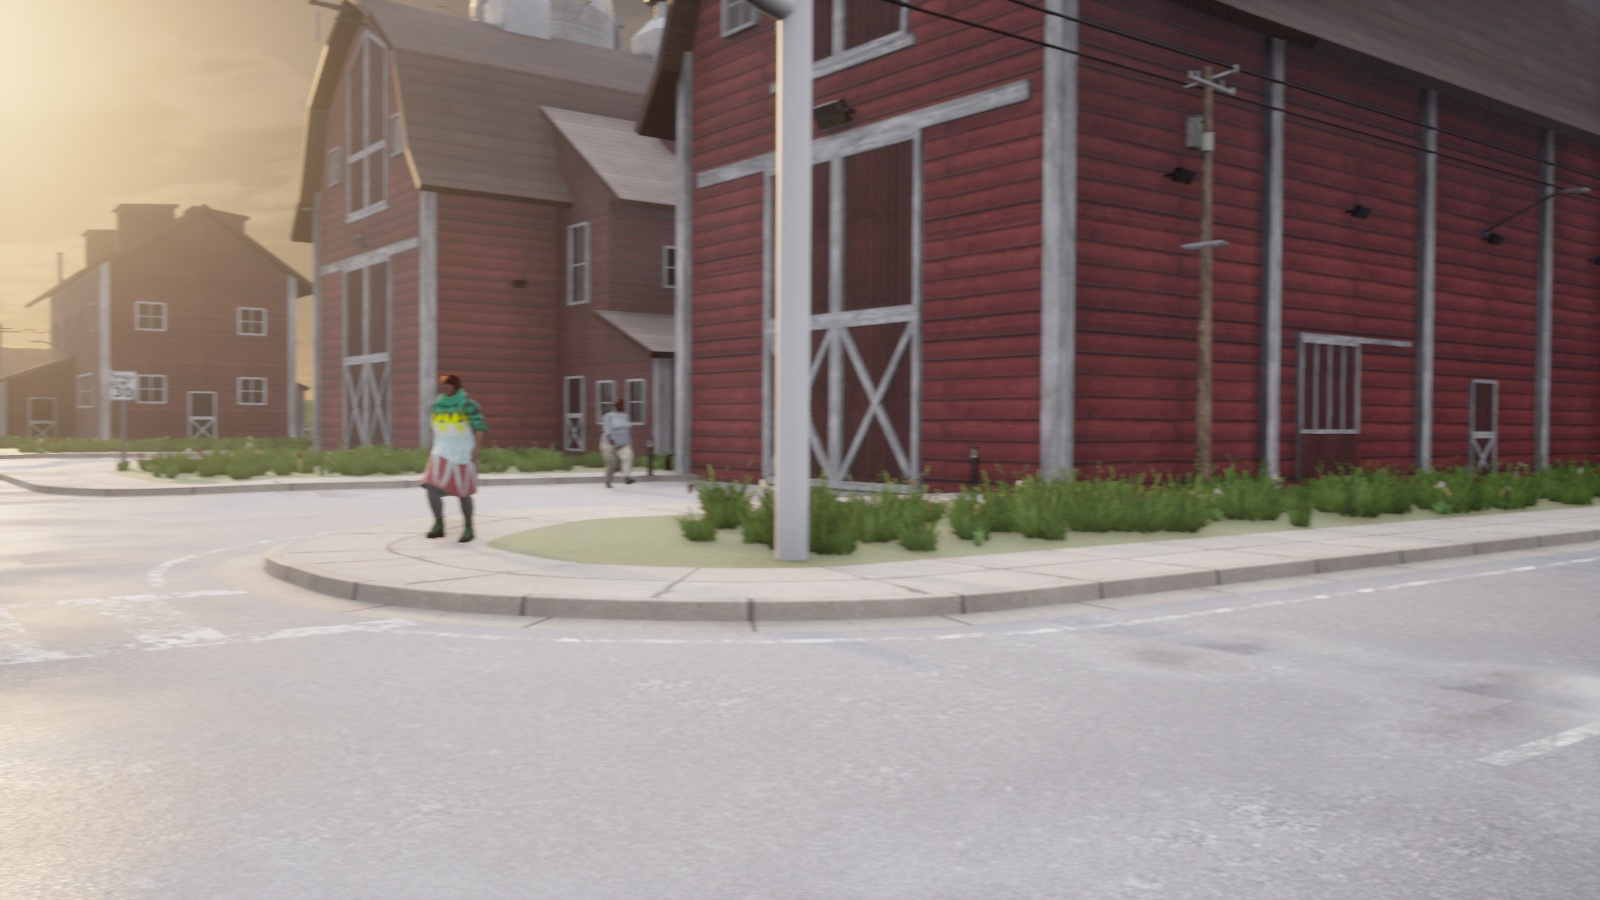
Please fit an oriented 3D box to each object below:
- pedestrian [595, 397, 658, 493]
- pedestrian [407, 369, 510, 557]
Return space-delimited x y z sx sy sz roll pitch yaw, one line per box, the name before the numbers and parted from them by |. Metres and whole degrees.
pedestrian | -3.438 -0.103 24.838 0.874 1.855 0.900 -2 1 -37
pedestrian | -3.666 0.129 13.525 0.659 1.952 0.873 0 1 19
